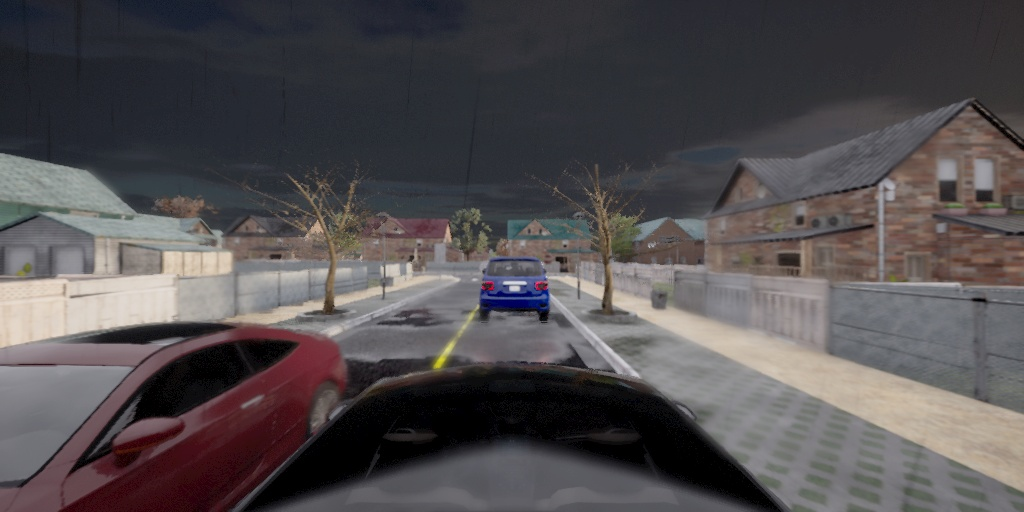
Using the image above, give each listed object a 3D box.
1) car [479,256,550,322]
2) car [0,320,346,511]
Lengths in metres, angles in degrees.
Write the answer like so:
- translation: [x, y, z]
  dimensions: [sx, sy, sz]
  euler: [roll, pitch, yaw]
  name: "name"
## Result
- translation: [0.087, 1.046, 12.829]
  dimensions: [2.150, 2.045, 5.566]
  euler: [0, -1, 0]
  name: "car"
- translation: [-2.836, 1.281, 2.456]
  dimensions: [1.812, 1.442, 4.674]
  euler: [0, 0, 0]
  name: "car"
